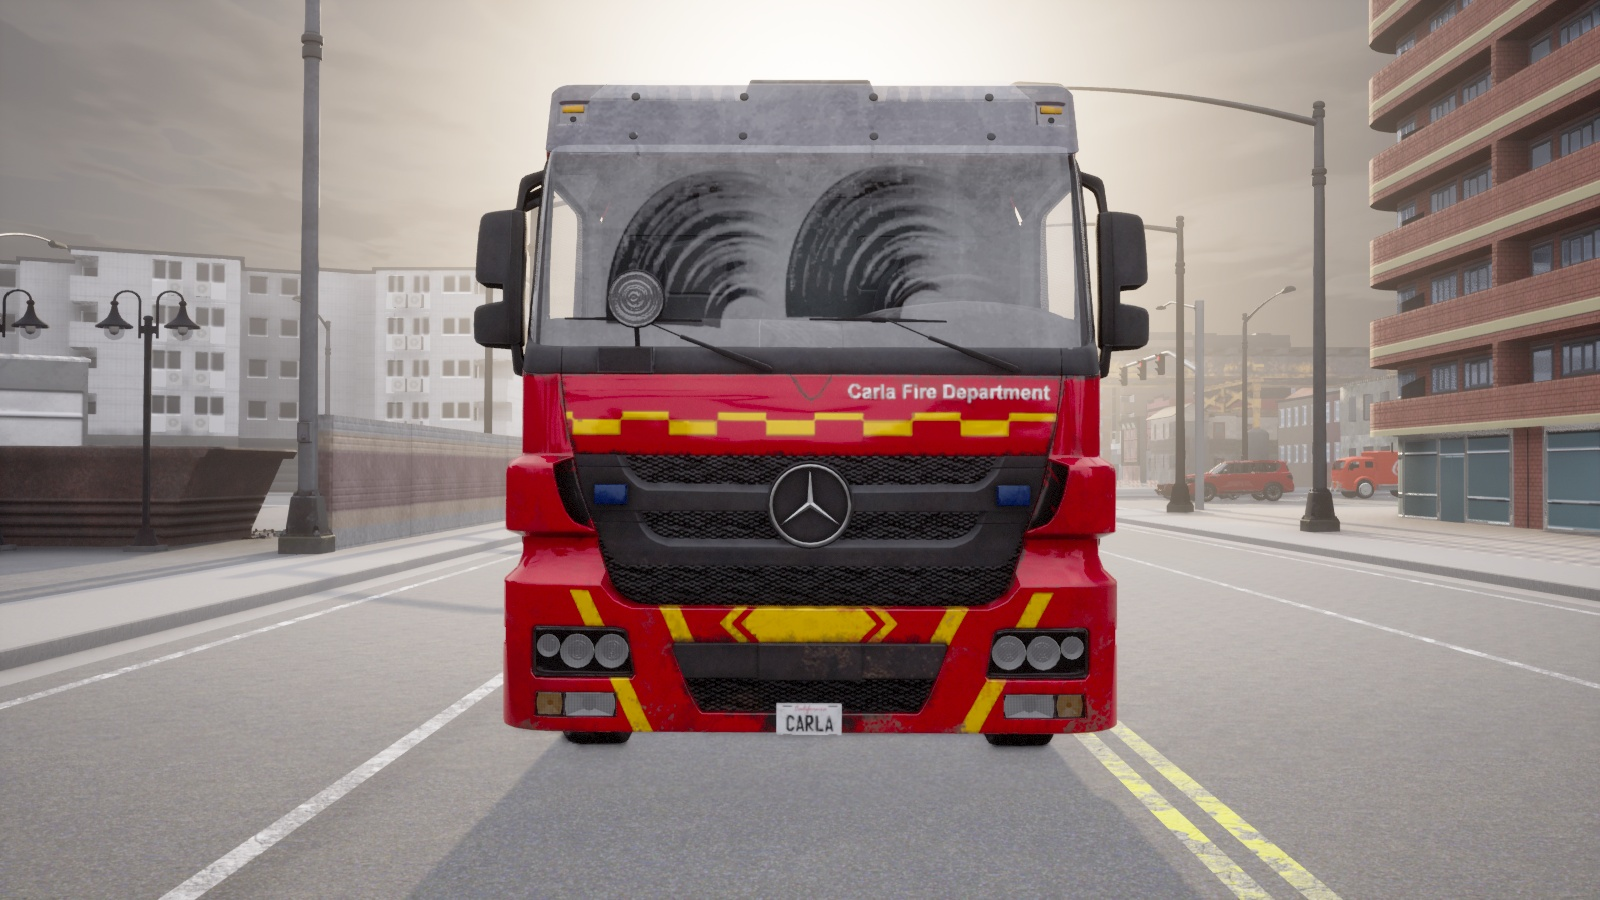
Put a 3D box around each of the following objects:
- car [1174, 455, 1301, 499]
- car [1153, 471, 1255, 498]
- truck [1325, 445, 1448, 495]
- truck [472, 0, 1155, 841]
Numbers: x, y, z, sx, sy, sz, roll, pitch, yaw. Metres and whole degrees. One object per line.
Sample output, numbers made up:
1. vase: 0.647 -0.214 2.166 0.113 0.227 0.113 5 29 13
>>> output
1. car: 21.796 1.356 62.725 5.566 2.045 2.150 -1 -1 2
2. car: 21.271 1.809 66.245 4.718 1.301 1.895 -1 -1 1
3. truck: 30.774 1.042 66.015 5.204 2.467 2.627 -1 -1 1
4. truck: 0.070 -0.190 9.582 2.891 3.827 8.468 0 -1 0
